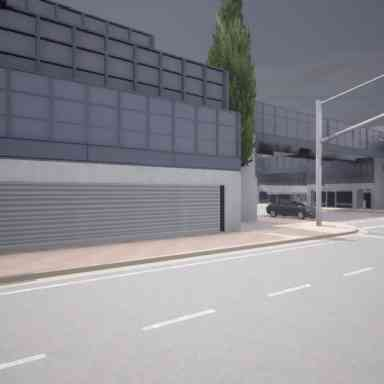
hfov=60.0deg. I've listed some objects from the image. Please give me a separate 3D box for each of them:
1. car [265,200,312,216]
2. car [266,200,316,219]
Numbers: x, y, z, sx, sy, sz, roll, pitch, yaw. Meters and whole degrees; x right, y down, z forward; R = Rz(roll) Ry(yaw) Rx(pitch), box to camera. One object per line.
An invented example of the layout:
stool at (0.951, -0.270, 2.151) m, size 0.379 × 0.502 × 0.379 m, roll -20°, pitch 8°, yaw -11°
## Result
car at (9.673, 1.564, 33.468) m, size 1.994 × 1.385 × 4.181 m, roll 0°, pitch 0°, yaw -37°
car at (8.705, 1.505, 28.915) m, size 1.837 × 1.490 × 4.892 m, roll 0°, pitch 0°, yaw -37°
